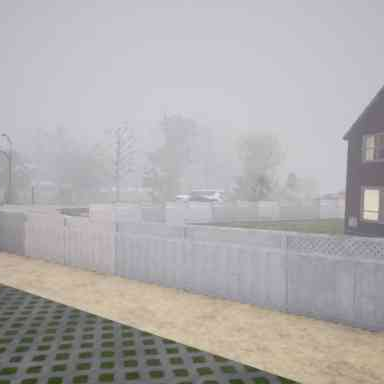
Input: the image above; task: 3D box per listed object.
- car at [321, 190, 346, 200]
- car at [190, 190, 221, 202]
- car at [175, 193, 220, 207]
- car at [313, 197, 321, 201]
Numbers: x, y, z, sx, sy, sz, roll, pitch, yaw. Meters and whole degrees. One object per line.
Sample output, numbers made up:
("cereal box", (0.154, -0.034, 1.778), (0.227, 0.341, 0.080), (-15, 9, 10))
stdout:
("car", (20.041, 0.788, 42.821), (5.566, 2.045, 2.150), (0, 2, -18))
("car", (0.759, 0.763, 39.896), (5.566, 2.045, 2.150), (0, 2, -18))
("car", (0.256, 1.188, 36.314), (4.674, 1.442, 1.812), (0, 2, -18))
("car", (19.059, 0.954, 45.927), (5.008, 1.535, 1.882), (0, 2, -19))
